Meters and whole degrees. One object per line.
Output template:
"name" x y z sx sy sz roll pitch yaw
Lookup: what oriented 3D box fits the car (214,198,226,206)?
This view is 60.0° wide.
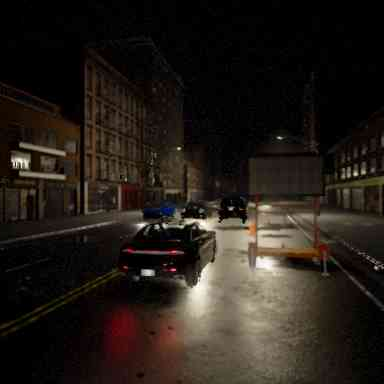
"car" 5.995 2.020 69.934 1.882 1.535 5.008 0 0 12

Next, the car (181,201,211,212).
"car" 0.425 1.587 29.773 2.097 1.767 4.553 0 0 12

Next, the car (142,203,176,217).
"car" -2.877 1.726 29.889 1.882 1.535 5.008 0 0 12

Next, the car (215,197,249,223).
"car" 3.556 1.431 27.958 2.150 2.045 5.566 0 0 12

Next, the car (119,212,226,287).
"car" -0.445 1.570 9.669 2.128 1.511 4.902 0 0 12

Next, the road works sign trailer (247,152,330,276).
"road works sign trailer" 3.026 0.540 10.819 2.380 3.560 2.880 0 0 12

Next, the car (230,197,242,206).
"car" 9.265 1.883 69.676 2.097 1.767 4.553 0 0 12
